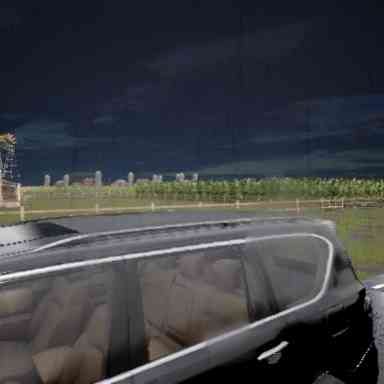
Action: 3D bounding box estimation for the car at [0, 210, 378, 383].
[{"bbox_3d":[-0.926,1.219,2.288,5.566,2.045,2.150,0,0,-36],"label":"car"}]
